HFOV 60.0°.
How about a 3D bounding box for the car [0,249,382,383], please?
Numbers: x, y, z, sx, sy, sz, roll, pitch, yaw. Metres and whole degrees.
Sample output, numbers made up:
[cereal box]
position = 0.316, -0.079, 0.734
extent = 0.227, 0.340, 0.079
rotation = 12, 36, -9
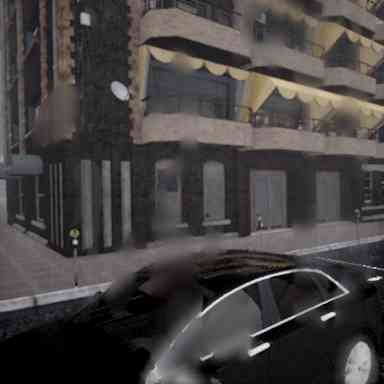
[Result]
[car]
position = 0.093, 1.482, 3.436
extent = 4.892, 1.490, 1.837
rotation = -3, 2, -35
